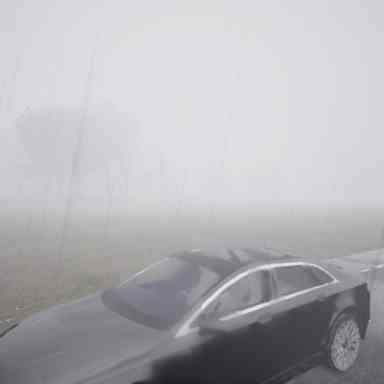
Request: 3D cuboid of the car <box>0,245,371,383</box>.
[{"bbox_3d":[0.257,1.492,4.047,4.902,1.511,2.128,0,0,-35],"label":"car"}]
